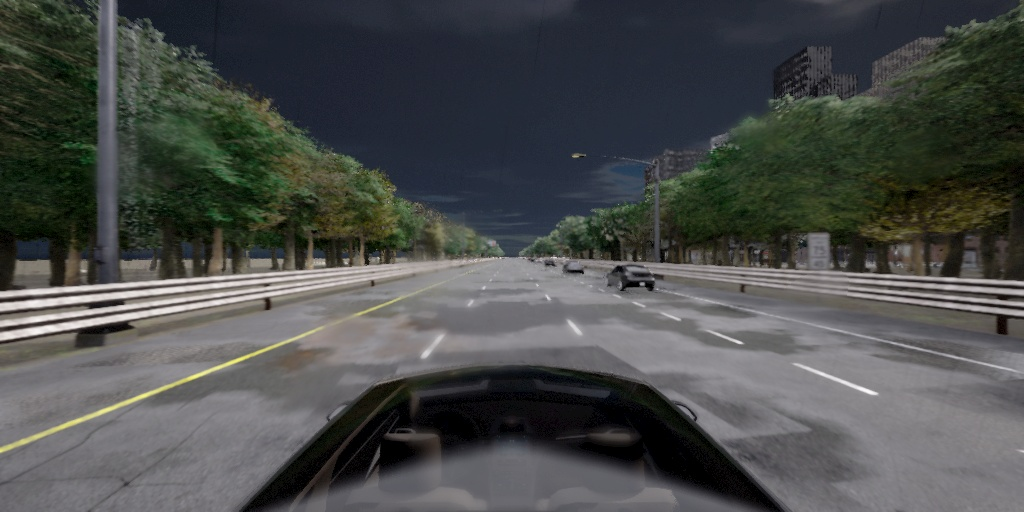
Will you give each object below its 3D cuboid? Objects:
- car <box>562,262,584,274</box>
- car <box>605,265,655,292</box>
[{"bbox_3d":[6.987,1.331,41.502,1.994,1.385,4.181,0,0,0],"label":"car"},{"bbox_3d":[6.993,1.267,21.652,1.837,1.490,4.892,0,0,0],"label":"car"}]
